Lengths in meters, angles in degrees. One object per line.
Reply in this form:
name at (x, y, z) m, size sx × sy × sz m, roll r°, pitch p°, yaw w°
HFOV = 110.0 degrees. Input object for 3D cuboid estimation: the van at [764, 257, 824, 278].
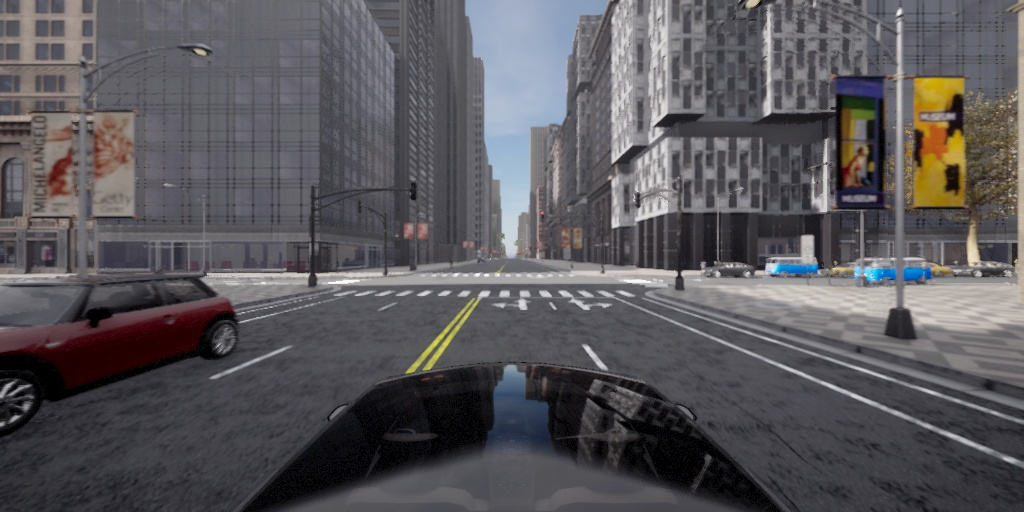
van at (24.733, 1.009, 31.811) m, size 3.998 × 1.789 × 1.690 m, roll 0°, pitch 0°, yaw 0°

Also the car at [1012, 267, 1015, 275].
car at (35.939, 1.227, 23.243) m, size 4.207 × 1.307 × 1.802 m, roll 0°, pitch 0°, yaw 0°

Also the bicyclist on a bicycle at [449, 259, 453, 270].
bicyclist on a bicycle at (-8.782, 1.165, 51.849) m, size 0.582 × 1.620 × 1.656 m, roll 0°, pitch 0°, yaw 0°

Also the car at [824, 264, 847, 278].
car at (30.180, 1.182, 31.790) m, size 4.829 × 1.417 × 1.751 m, roll 0°, pitch 0°, yaw 0°

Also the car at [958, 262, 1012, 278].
car at (41.587, 1.186, 31.746) m, size 4.403 × 1.370 × 2.007 m, roll 0°, pitch 0°, yaw 0°

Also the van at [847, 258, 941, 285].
van at (24.702, 1.008, 23.286) m, size 3.998 × 1.789 × 1.690 m, roll 0°, pitch 0°, yaw 0°

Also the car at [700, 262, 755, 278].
car at (19.114, 1.230, 31.832) m, size 4.403 × 1.370 × 2.007 m, roll 0°, pitch 0°, yaw 0°

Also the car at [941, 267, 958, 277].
car at (35.799, 1.171, 31.769) m, size 4.829 × 1.417 × 1.751 m, roll 0°, pitch 0°, yaw 0°

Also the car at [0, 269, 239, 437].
car at (-6.579, 1.098, 5.311) m, size 2.097 × 1.767 × 4.553 m, roll 0°, pitch 0°, yaw 0°
